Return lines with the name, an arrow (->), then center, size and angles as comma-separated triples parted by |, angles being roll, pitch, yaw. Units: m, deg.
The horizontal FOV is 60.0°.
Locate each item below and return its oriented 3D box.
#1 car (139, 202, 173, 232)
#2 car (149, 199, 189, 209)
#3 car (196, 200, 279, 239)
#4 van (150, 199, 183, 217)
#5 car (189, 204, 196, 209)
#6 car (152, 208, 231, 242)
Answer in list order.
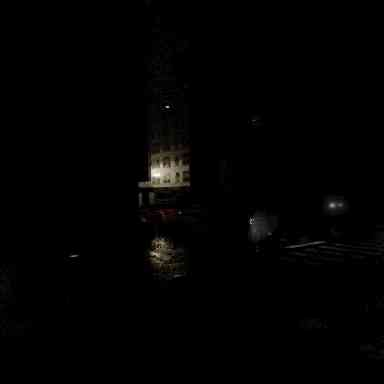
car -> -3.353, 1.706, 22.132 | 1.967, 1.590, 4.097 | -1, 0, -36
car -> -2.593, 1.630, 25.668 | 2.097, 1.767, 4.553 | 0, 0, -36
car -> 2.580, 1.518, 18.394 | 2.097, 1.767, 4.553 | 0, 0, -35
van -> -2.816, 1.689, 36.045 | 1.690, 1.788, 3.998 | -1, 0, -36
car -> 0.288, 1.804, 31.705 | 1.752, 1.417, 4.829 | -1, 0, -36
car -> -0.150, 1.778, 17.652 | 1.802, 1.307, 4.206 | -1, 0, -36
